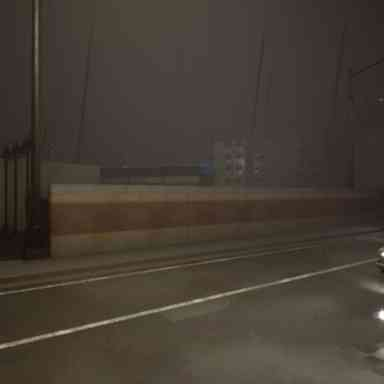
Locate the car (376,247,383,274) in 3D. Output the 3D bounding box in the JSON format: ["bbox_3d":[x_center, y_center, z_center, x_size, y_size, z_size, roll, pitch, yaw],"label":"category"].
[{"bbox_3d":[6.912,1.630,8.862,4.718,1.301,1.895,0,0,-35],"label":"car"}]
